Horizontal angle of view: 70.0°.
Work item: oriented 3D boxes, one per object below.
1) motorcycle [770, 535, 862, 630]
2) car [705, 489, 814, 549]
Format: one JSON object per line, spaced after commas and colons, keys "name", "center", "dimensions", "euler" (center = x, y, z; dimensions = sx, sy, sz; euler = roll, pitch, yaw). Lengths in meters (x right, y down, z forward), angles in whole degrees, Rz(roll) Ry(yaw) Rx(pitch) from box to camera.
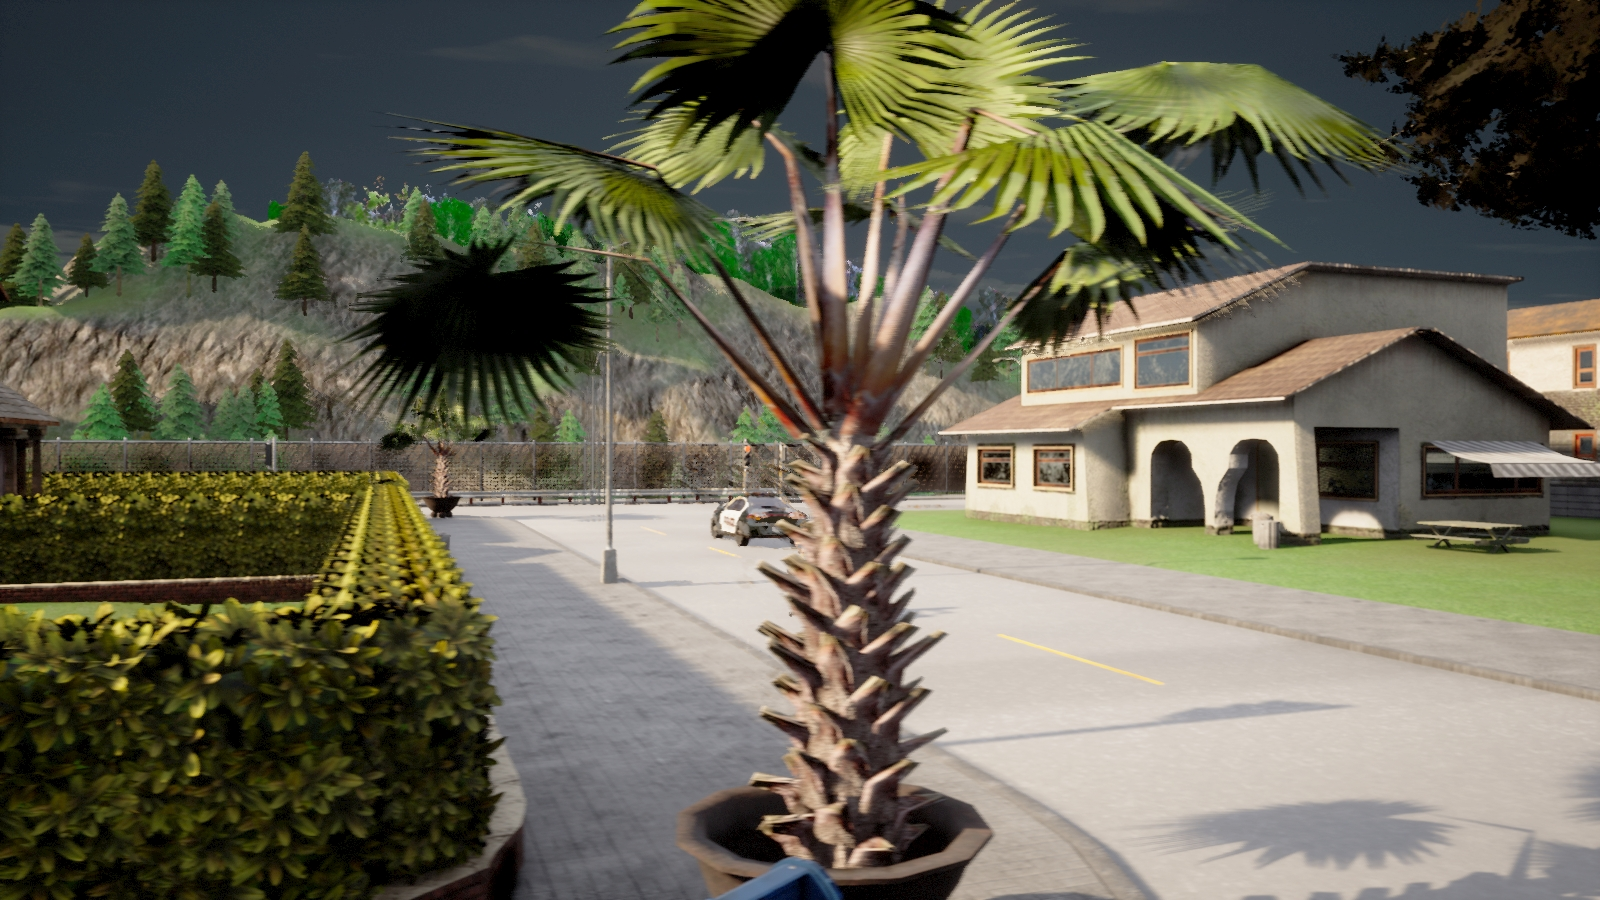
{"name": "motorcycle", "center": [0.232, 2.170, 19.144], "dimensions": [0.764, 1.307, 2.356], "euler": [0, 0, -20]}
{"name": "car", "center": [-1.347, 2.061, 35.175], "dimensions": [2.038, 1.542, 4.974], "euler": [0, 0, -18]}
